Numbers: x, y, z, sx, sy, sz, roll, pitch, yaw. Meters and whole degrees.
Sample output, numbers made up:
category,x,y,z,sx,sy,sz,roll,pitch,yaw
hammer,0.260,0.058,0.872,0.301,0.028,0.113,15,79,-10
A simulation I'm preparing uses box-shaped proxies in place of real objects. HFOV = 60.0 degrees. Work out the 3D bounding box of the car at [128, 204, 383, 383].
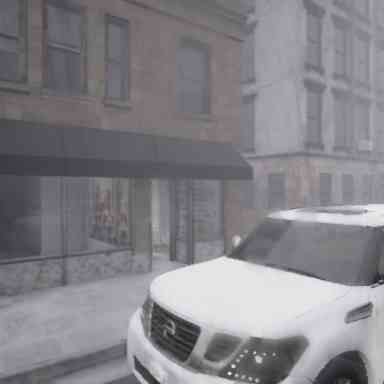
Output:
category,x,y,z,sx,sy,sz,roll,pitch,yaw
car,1.972,1.221,4.479,5.566,2.045,2.150,0,0,-35
